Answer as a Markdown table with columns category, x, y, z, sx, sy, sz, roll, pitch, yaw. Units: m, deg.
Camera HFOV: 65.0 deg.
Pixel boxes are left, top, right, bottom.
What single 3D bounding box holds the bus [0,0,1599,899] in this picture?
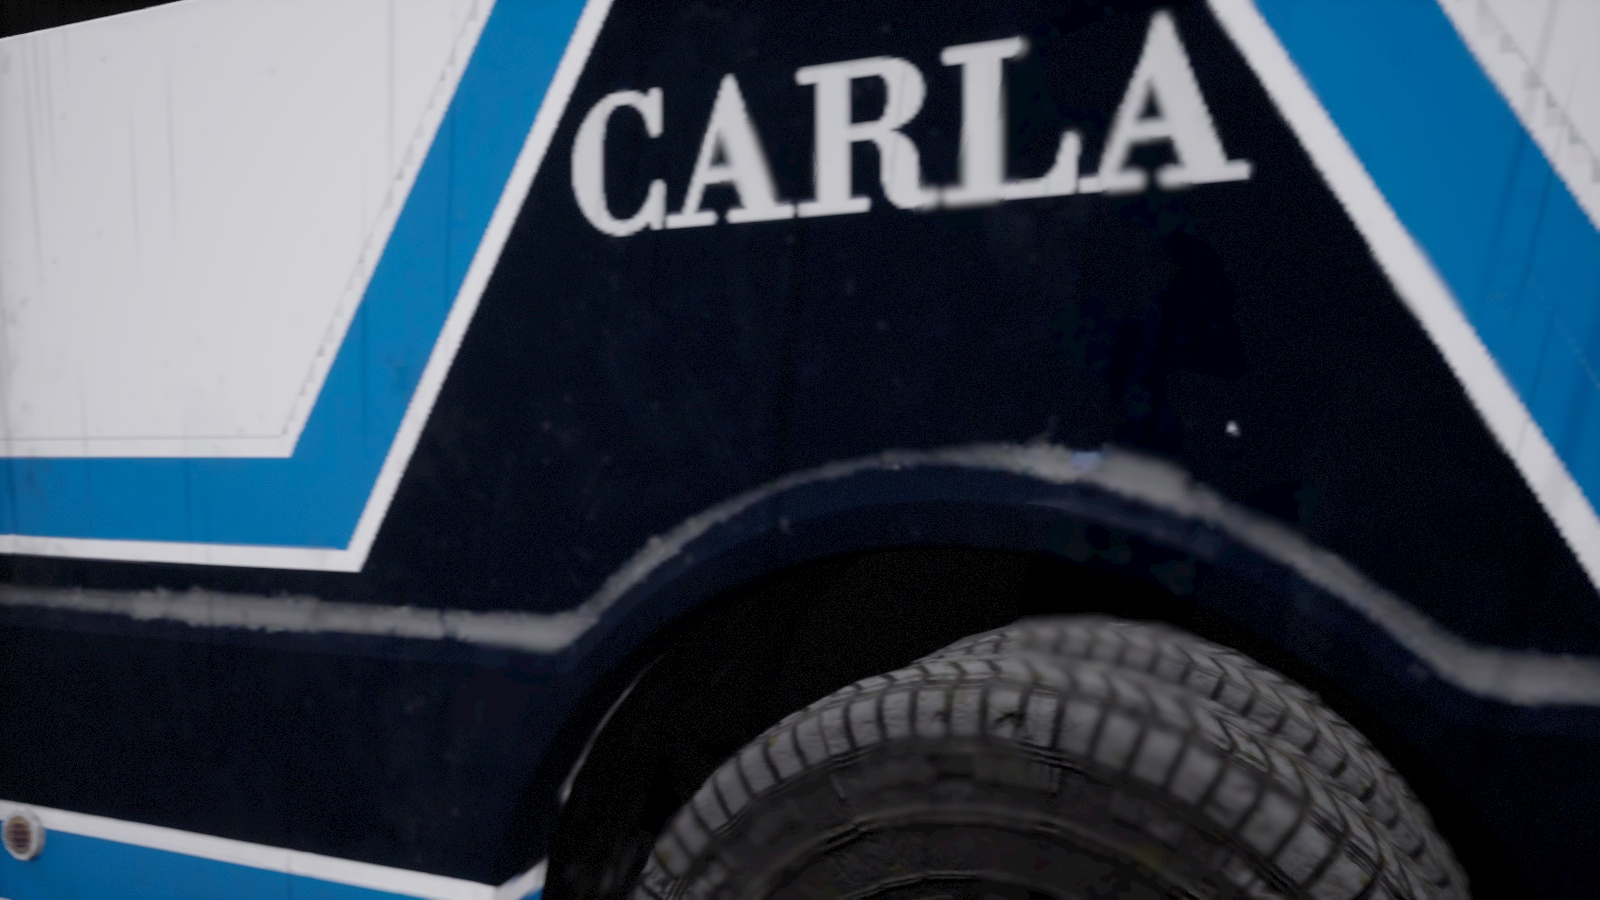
| category | x | y | z | sx | sy | sz | roll | pitch | yaw |
| --- | --- | --- | --- | --- | --- | --- | --- | --- | --- |
| bus | 3.302 | -0.575 | 1.803 | 10.273 | 4.253 | 3.944 | 0 | 1 | 24 |
